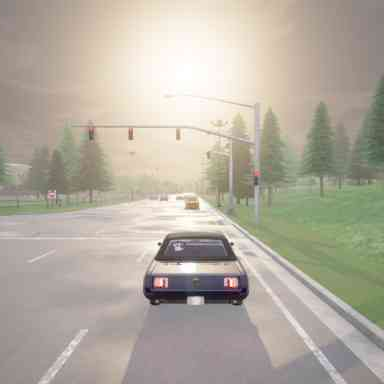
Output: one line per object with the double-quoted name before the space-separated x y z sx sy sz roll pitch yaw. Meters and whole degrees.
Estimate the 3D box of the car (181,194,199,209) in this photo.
"car" -0.101 1.099 46.116 1.882 1.535 5.008 -3 16 -5

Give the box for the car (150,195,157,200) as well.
"car" -10.391 1.540 91.136 2.033 1.411 5.357 0 0 0

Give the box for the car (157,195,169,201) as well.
"car" -6.900 1.537 83.215 2.033 1.411 5.357 0 0 0

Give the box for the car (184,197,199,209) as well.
"car" -0.050 1.577 49.670 2.033 1.411 5.357 0 1 2

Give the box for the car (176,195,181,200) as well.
"car" -3.391 1.553 91.127 1.994 1.385 4.181 0 0 0

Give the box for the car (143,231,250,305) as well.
"car" 0.088 1.601 8.002 1.895 1.301 4.718 0 0 0
